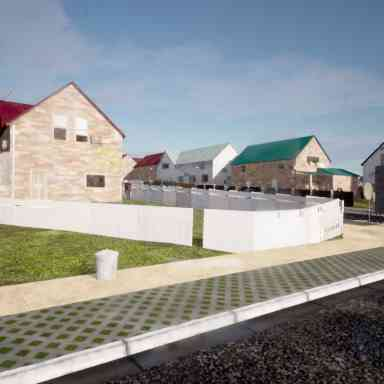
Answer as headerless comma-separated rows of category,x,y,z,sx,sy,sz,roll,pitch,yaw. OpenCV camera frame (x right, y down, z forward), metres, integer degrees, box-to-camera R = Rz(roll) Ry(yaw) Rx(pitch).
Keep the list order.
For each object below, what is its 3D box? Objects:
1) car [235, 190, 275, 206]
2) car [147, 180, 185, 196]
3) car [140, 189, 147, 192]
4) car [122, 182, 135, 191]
car,5.070,0.587,28.406,1.837,1.490,4.892,1,2,-34
car,-2.854,-0.363,40.050,2.150,2.045,5.566,1,2,-34
car,-5.935,-0.475,49.691,2.033,1.411,5.357,1,2,-34
car,-11.405,-0.952,57.623,1.812,1.442,4.674,1,2,-34
